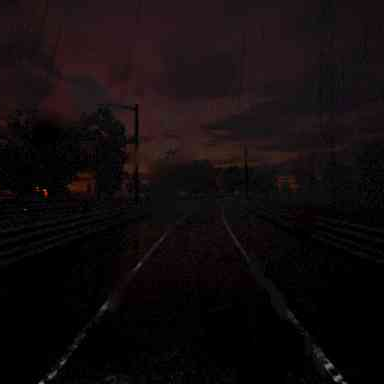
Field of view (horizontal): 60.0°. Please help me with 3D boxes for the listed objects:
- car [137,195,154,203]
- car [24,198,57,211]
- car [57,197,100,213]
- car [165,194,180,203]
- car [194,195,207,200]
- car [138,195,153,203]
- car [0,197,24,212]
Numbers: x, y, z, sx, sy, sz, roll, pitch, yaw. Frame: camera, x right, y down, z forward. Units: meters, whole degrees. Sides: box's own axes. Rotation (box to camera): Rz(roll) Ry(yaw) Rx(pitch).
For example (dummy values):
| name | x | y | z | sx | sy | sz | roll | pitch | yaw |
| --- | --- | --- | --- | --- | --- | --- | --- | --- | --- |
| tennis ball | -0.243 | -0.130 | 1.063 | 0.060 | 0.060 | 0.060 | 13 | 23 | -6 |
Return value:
| name | x | y | z | sx | sy | sz | roll | pitch | yaw |
| --- | --- | --- | --- | --- | --- | --- | --- | --- | --- |
| car | -9.485 | 1.353 | 68.315 | 1.837 | 1.490 | 4.892 | 0 | 0 | 15 |
| car | -14.528 | 1.331 | 33.854 | 1.994 | 1.385 | 4.181 | 0 | 0 | 13 |
| car | -11.040 | 1.271 | 33.422 | 1.837 | 1.490 | 4.892 | 0 | 0 | 13 |
| car | -3.610 | 1.185 | 63.265 | 2.097 | 1.767 | 4.553 | 0 | 0 | 15 |
| car | 2.361 | 1.434 | 84.251 | 1.994 | 1.385 | 4.181 | 0 | 0 | 17 |
| car | -8.081 | 1.353 | 60.045 | 1.812 | 1.442 | 4.674 | 0 | 0 | 15 |
| car | -18.017 | 1.274 | 34.299 | 1.837 | 1.490 | 4.892 | 0 | 0 | 13 |
